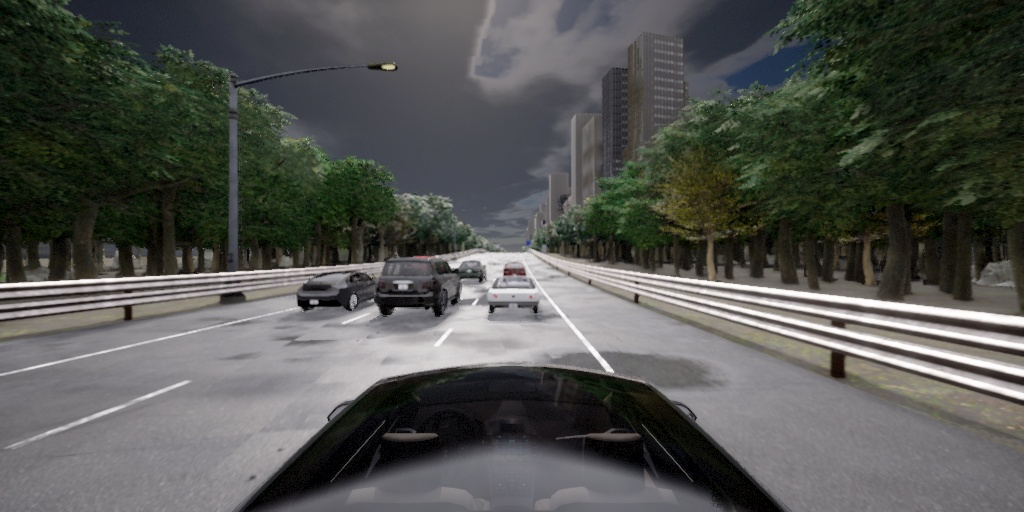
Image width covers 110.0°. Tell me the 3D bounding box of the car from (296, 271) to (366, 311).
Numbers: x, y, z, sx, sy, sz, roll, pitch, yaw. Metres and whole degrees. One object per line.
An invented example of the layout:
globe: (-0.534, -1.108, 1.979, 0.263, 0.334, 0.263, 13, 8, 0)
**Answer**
car: (-6.911, 1.365, 15.024, 1.837, 1.490, 4.892, 0, 0, 1)

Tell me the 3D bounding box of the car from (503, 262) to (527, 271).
car: (0.224, 1.266, 30.659, 1.882, 1.535, 5.008, 0, 1, 1)

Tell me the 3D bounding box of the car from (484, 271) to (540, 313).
car: (0.083, 1.458, 14.710, 1.895, 1.301, 4.718, 0, 0, 1)

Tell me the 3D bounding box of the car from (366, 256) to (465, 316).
car: (-3.431, 1.078, 14.085, 2.150, 2.045, 5.566, 0, 0, 1)

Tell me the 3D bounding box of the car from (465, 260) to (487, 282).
car: (-3.291, 1.150, 29.883, 2.097, 1.767, 4.553, 0, 1, 1)
